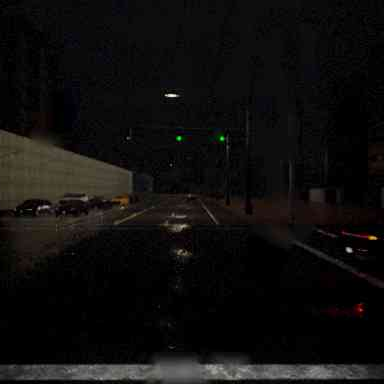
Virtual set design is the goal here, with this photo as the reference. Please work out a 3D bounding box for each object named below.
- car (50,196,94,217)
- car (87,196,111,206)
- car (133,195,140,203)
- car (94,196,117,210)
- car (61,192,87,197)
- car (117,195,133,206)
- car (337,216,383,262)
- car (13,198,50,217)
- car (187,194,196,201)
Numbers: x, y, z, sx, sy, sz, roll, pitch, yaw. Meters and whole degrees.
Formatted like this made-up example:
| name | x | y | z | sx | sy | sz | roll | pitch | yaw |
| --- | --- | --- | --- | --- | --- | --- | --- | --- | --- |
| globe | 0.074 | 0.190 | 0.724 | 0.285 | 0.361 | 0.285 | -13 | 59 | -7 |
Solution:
| name | x | y | z | sx | sy | sz | roll | pitch | yaw |
| --- | --- | --- | --- | --- | --- | --- | --- | --- | --- |
| car | -10.601 | 1.383 | 29.864 | 1.812 | 1.442 | 4.674 | 0 | 0 | 0 |
| car | -14.040 | 1.308 | 50.372 | 2.033 | 1.411 | 5.357 | 0 | 0 | 1 |
| car | -10.519 | 1.197 | 59.234 | 1.882 | 1.535 | 5.008 | 0 | 0 | 0 |
| car | -10.598 | 1.415 | 38.972 | 1.895 | 1.301 | 4.718 | 0 | 0 | 0 |
| car | -14.105 | 1.032 | 39.745 | 2.150 | 2.045 | 5.566 | 0 | 0 | 0 |
| car | -10.562 | 1.244 | 49.074 | 1.882 | 1.535 | 5.008 | 0 | 0 | 1 |
| car | 6.882 | 1.444 | 10.026 | 4.902 | 1.511 | 2.128 | 0 | 0 | -12 |
| car | -14.101 | 1.362 | 29.893 | 1.837 | 1.490 | 4.892 | 0 | 0 | 0 |
| car | -0.023 | 1.194 | 70.129 | 2.128 | 1.511 | 4.902 | 0 | 0 | 0 |
